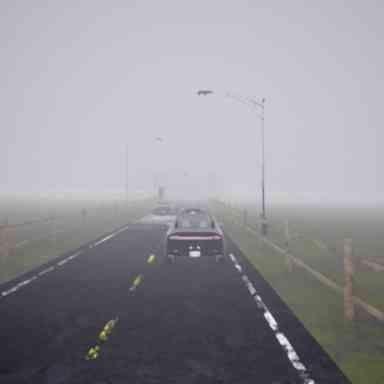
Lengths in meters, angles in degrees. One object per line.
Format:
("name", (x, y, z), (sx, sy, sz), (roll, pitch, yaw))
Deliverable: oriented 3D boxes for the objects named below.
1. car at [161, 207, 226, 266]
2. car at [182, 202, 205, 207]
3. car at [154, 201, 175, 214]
("car", (0.090, 1.482, 11.524), (2.128, 1.511, 4.902), (0, 0, 0))
("car", (0.095, 1.544, 27.314), (1.994, 1.385, 4.181), (0, 0, 0))
("car", (-2.837, 1.577, 34.818), (1.895, 1.301, 4.718), (0, 0, 0))
